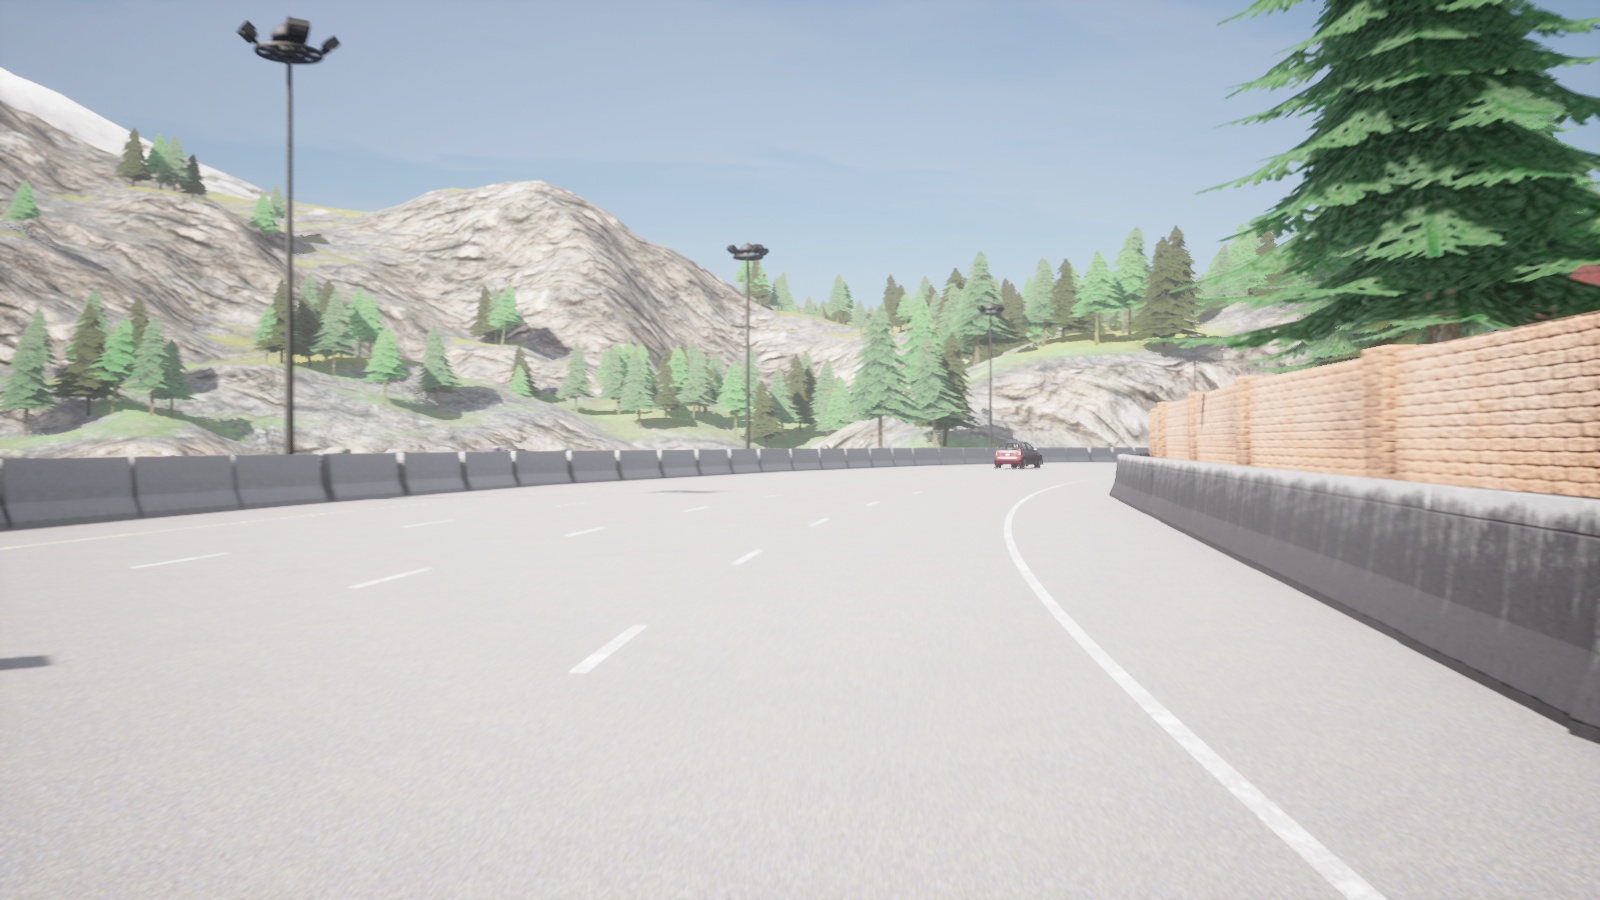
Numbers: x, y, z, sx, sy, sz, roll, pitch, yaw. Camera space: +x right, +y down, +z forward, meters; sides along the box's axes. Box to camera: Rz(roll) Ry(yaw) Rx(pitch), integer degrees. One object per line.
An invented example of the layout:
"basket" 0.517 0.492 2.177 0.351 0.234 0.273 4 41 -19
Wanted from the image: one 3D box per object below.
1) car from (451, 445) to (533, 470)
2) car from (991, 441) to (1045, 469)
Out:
"car" -16.901 0.400 69.176 1.895 1.301 4.718 0 0 23
"car" 12.892 0.276 74.031 1.851 1.617 3.988 0 0 30
